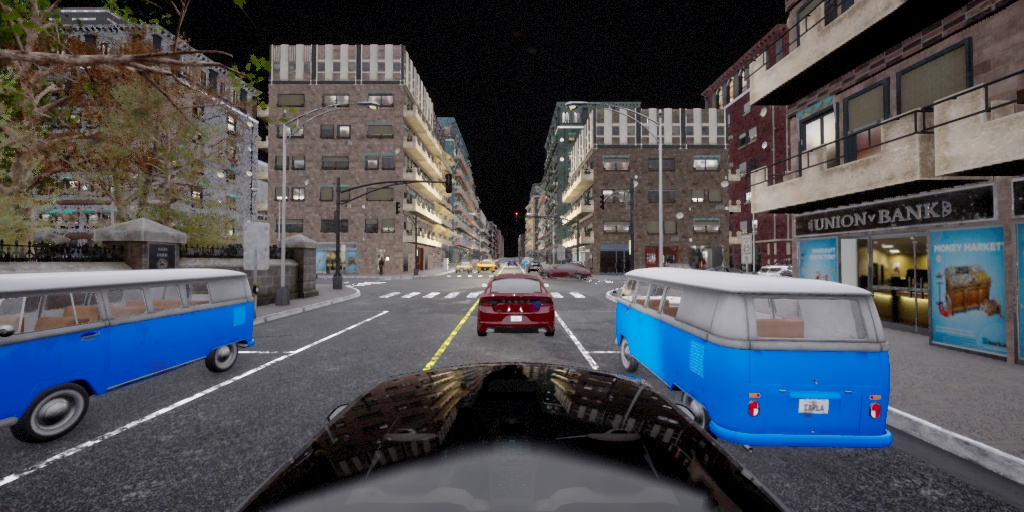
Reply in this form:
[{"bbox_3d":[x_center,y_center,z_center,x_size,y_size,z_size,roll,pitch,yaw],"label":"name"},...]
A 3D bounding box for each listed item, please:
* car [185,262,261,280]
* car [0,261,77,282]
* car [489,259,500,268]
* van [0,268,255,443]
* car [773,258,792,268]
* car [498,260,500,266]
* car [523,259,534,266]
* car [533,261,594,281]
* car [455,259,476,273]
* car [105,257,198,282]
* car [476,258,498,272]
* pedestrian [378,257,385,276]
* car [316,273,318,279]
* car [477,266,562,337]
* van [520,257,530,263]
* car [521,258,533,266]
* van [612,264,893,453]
[{"bbox_3d":[-23.278,1.195,28.993,4.674,1.442,1.812,0,-1,1],"label":"car"},{"bbox_3d":[-35.359,1.094,25.945,5.357,1.411,2.033,0,-1,1],"label":"car"},{"bbox_3d":[-3.062,1.301,63.758,1.812,1.442,4.674,0,0,0],"label":"car"},{"bbox_3d":[-5.656,1.092,5.022,1.690,1.789,3.998,0,0,0],"label":"van"},{"bbox_3d":[22.748,1.147,28.458,5.566,2.045,2.150,1,-1,1],"label":"car"},{"bbox_3d":[-3.097,1.318,53.619,2.033,1.411,5.357,0,0,0],"label":"car"},{"bbox_3d":[2.691,1.331,42.967,1.948,1.339,4.313,0,0,0],"label":"car"},{"bbox_3d":[4.516,1.309,30.274,4.674,1.442,1.812,1,0,24],"label":"car"},{"bbox_3d":[-5.690,1.291,42.796,1.751,1.417,4.829,0,0,0],"label":"car"},{"bbox_3d":[-25.831,0.950,25.827,4.553,1.767,2.097,0,-1,1],"label":"car"},{"bbox_3d":[-3.102,1.243,43.658,1.882,1.535,5.008,0,0,0],"label":"car"},{"bbox_3d":[-12.540,0.969,34.408,0.375,1.860,0.375,0,-1,1],"label":"pedestrian"},{"bbox_3d":[-16.605,1.139,25.715,4.902,1.511,2.128,0,-1,1],"label":"car"},{"bbox_3d":[0.098,1.230,10.381,1.882,1.535,5.008,0,0,0],"label":"car"},{"bbox_3d":[2.690,1.114,59.894,1.690,1.789,3.998,0,0,0],"label":"van"},{"bbox_3d":[2.690,1.318,48.609,2.007,1.370,4.403,0,0,0],"label":"car"},{"bbox_3d":[2.658,1.092,5.020,1.690,1.789,3.998,0,0,0],"label":"van"}]
